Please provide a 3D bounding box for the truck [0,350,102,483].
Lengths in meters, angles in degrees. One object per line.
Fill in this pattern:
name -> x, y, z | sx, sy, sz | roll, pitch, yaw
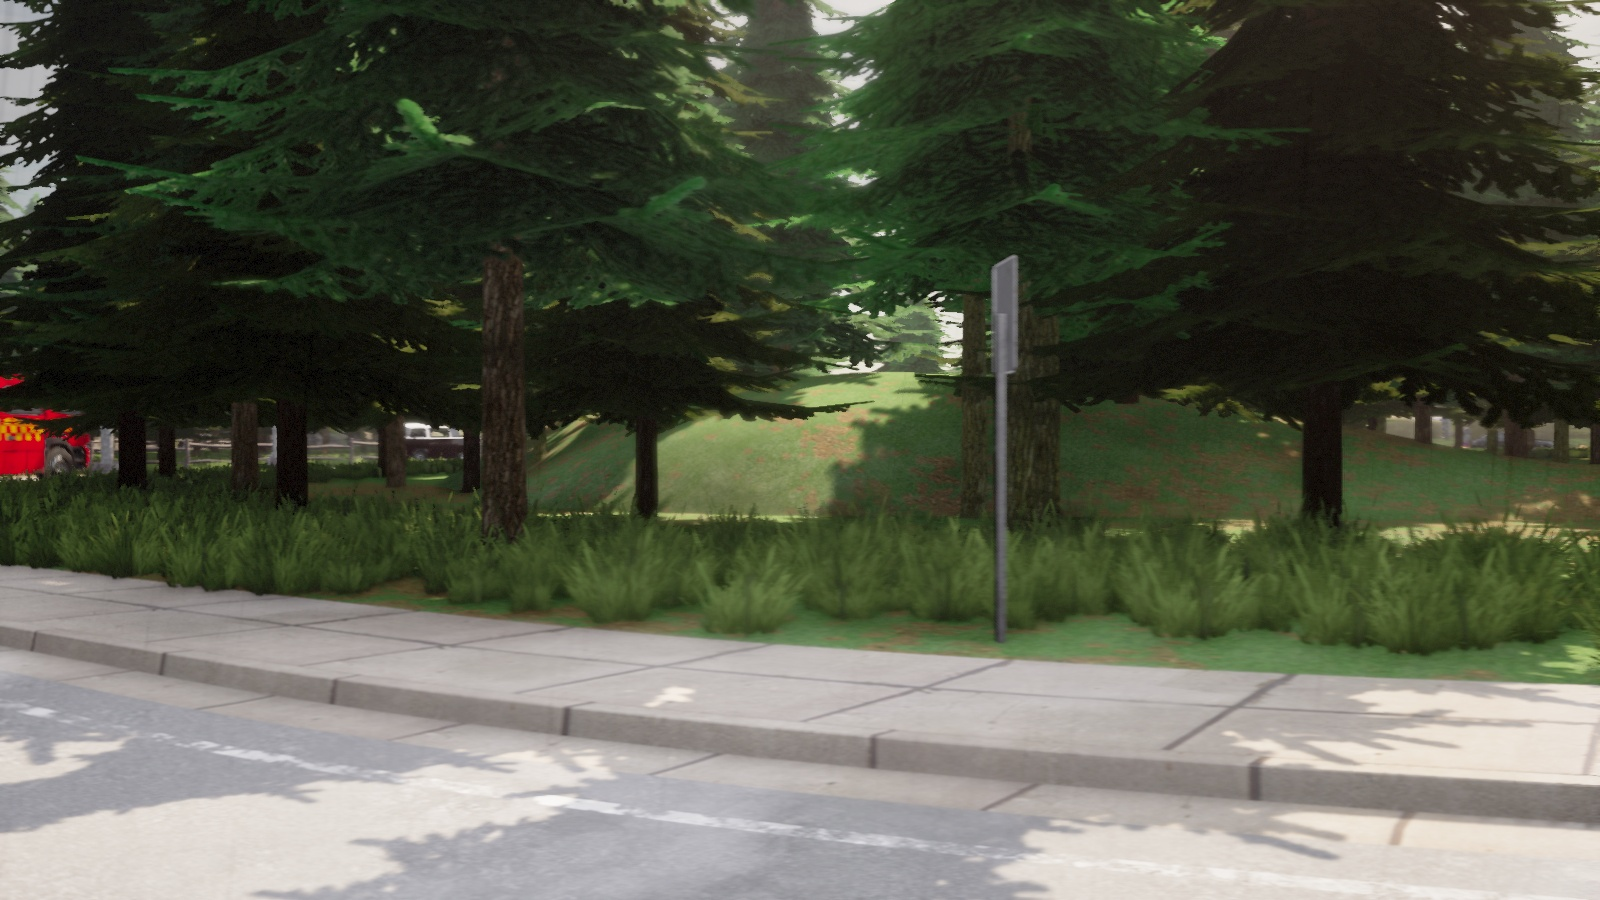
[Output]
truck -> -24.433, -0.974, 36.867 | 2.891, 3.827, 8.468 | 0, 1, 2

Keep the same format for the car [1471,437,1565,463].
car -> 42.738, -0.031, 74.796 | 4.674, 1.442, 1.812 | 1, 1, 36

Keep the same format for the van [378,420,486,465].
van -> -17.137, -0.376, 58.599 | 2.069, 2.038, 4.480 | 1, 1, 37
